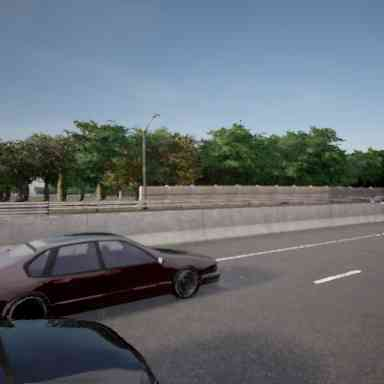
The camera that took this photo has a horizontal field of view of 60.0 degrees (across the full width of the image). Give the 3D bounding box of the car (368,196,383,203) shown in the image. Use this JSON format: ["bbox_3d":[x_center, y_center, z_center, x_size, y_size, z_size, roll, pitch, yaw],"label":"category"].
[{"bbox_3d":[32.126,1.436,56.894,4.892,1.490,1.837,0,0,-35],"label":"car"}]

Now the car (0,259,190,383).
[{"bbox_3d":[-2.237,1.565,2.150,4.181,1.385,1.994,0,0,-35],"label":"car"}]

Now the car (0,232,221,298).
[{"bbox_3d":[-1.968,1.542,6.642,5.357,1.411,2.033,0,0,-35],"label":"car"}]
